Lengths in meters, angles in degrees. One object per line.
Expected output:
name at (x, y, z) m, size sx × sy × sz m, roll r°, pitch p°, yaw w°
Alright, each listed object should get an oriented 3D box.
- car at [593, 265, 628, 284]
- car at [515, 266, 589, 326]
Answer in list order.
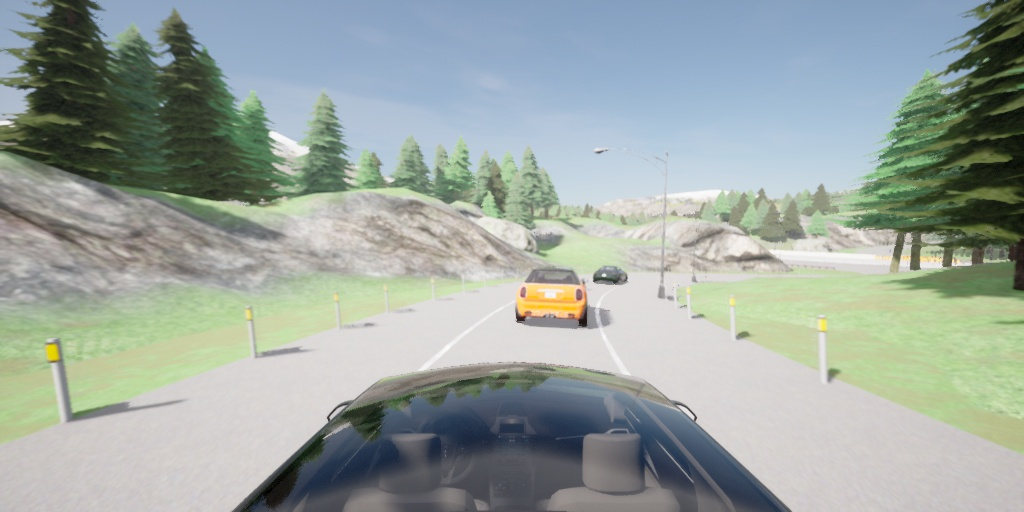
car at (7.996, 1.458, 28.893) m, size 1.994 × 1.385 × 4.181 m, roll 3°, pitch 1°, yaw 30°
car at (1.472, 1.113, 12.101) m, size 2.097 × 1.767 × 4.553 m, roll 1°, pitch 0°, yaw 11°
